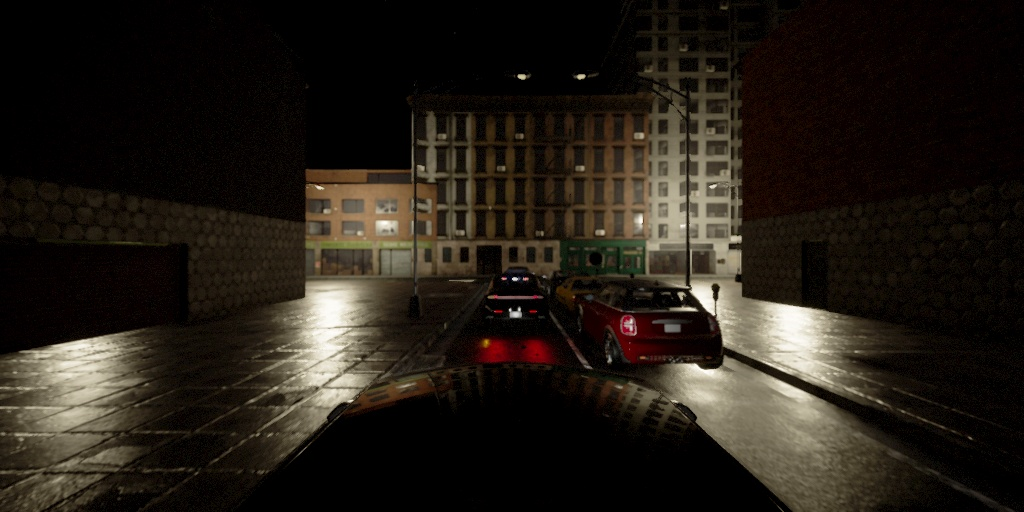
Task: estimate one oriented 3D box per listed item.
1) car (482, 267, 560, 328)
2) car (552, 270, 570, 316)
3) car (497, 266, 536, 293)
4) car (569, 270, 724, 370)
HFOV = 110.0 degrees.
[{"bbox_3d":[0.093,1.284,11.541,2.128,1.511,4.902,0,0,0],"label":"car"},{"bbox_3d":[2.629,1.325,13.459,1.751,1.417,4.829,0,0,0],"label":"car"},{"bbox_3d":[0.422,1.375,22.746,2.033,1.411,5.357,1,-1,6],"label":"car"},{"bbox_3d":[2.634,1.216,7.813,1.967,1.591,4.097,0,0,0],"label":"car"}]
